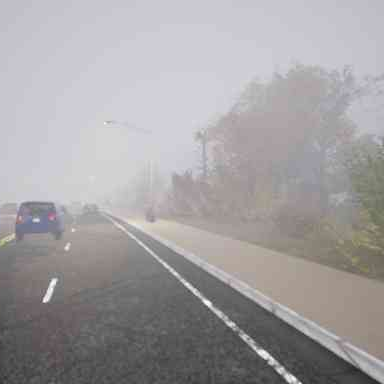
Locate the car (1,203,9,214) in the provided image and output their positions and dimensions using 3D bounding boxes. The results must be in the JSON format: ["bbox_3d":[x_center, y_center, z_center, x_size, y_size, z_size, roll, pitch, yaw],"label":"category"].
[{"bbox_3d":[-25.233,2.251,46.438,1.882,1.535,5.008,-1,-1,-20],"label":"car"}]

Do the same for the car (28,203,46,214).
[{"bbox_3d":[-22.377,2.309,48.076,1.994,1.385,4.181,-1,0,-20],"label":"car"}]

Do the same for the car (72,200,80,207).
[{"bbox_3d":[-25.115,2.505,72.171,1.812,1.442,4.674,-1,0,-24],"label":"car"}]

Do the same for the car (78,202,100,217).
[{"bbox_3d":[-11.460,2.050,37.716,2.033,1.411,5.357,-1,-1,-20],"label":"car"}]

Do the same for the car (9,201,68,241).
[{"bbox_3d":[-8.499,1.516,18.960,2.150,2.045,5.566,-1,0,-18],"label":"car"}]

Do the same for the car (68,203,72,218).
[{"bbox_3d":[-14.430,2.058,36.345,1.812,1.442,4.674,-1,0,-20],"label":"car"}]
